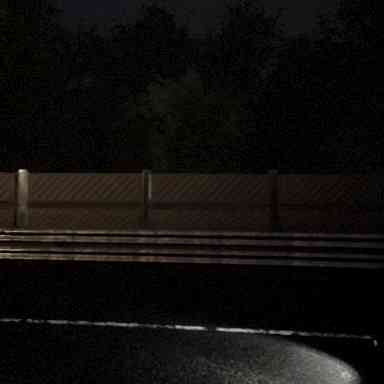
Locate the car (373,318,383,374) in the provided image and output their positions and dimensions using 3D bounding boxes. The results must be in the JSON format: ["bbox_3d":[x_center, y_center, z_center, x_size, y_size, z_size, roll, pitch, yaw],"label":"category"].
[{"bbox_3d":[4.265,1.663,3.403,4.181,1.385,1.994,0,-1,8],"label":"car"}]
